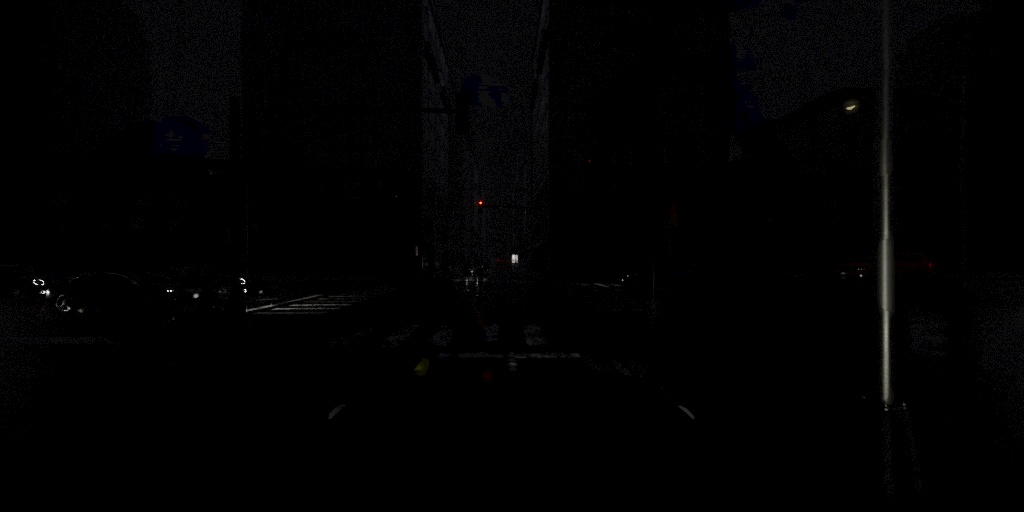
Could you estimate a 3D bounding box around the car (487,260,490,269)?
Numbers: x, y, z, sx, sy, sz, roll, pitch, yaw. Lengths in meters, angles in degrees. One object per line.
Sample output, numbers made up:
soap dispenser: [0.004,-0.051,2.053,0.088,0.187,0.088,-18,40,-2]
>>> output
car: [-4.293,1.285,47.913,1.837,1.490,4.892,0,0,-2]

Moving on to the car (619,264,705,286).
car: [10.207,1.244,24.548,5.357,1.411,2.033,0,0,-2]

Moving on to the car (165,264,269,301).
car: [-14.250,1.148,17.072,4.553,1.767,2.097,0,0,-2]

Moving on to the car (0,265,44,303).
car: [-23.095,1.183,16.796,4.553,1.767,2.097,0,0,-2]

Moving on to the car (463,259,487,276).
car: [-4.005,1.260,37.534,2.128,1.511,4.902,0,0,-2]

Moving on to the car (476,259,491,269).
car: [-4.578,1.282,58.308,2.128,1.511,4.902,0,0,-1]

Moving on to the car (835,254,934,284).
car: [25.902,0.864,25.040,5.566,2.045,2.150,0,0,-2]

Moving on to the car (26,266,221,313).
car: [-14.652,1.290,13.804,4.902,1.511,2.128,0,0,-2]
